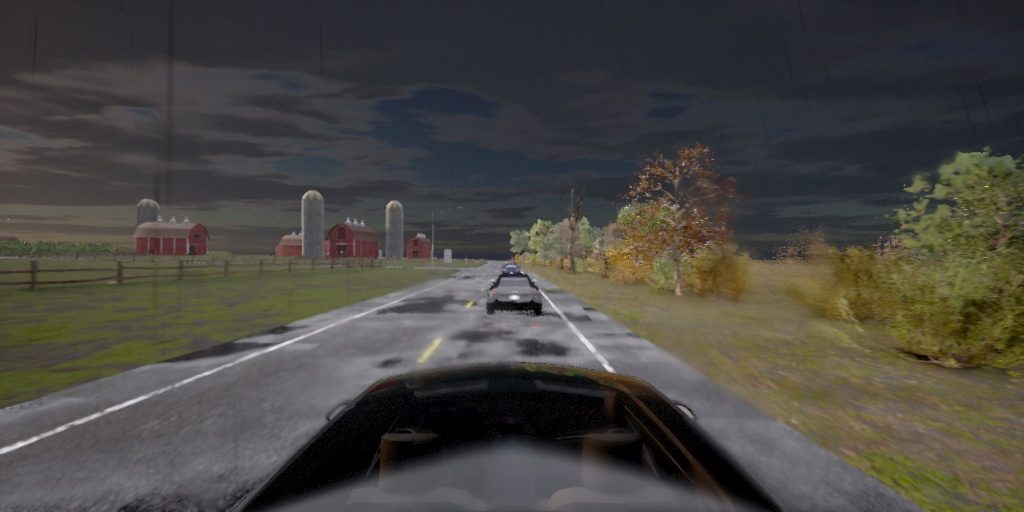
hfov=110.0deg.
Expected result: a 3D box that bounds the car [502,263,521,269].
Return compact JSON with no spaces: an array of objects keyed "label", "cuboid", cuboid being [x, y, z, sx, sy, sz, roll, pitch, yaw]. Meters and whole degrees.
[{"label":"car","cuboid":[-0.089,1.452,36.661,1.812,1.442,4.674,0,0,-1]}]

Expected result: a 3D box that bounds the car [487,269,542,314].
[{"label":"car","cuboid":[0.078,1.376,14.115,1.994,1.385,4.181,0,0,0]}]
